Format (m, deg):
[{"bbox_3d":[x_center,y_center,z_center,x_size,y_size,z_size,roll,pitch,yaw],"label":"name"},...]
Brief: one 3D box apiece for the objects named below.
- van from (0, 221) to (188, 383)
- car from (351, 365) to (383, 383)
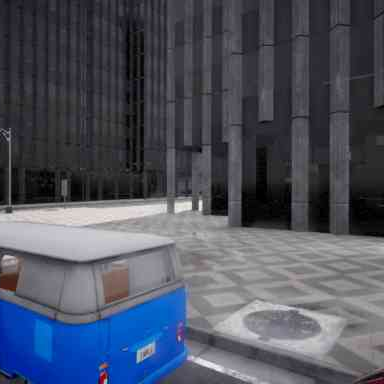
[{"bbox_3d":[-1.957,1.341,4.357,3.998,1.788,1.690,0,0,35],"label":"van"},{"bbox_3d":[2.543,1.440,1.153,4.097,1.590,1.967,0,0,35],"label":"car"}]
